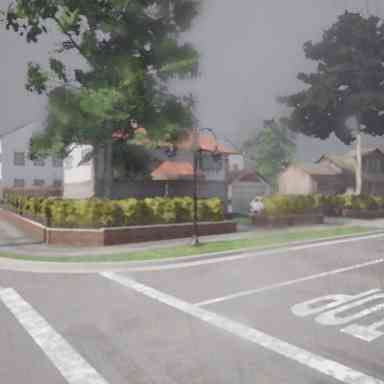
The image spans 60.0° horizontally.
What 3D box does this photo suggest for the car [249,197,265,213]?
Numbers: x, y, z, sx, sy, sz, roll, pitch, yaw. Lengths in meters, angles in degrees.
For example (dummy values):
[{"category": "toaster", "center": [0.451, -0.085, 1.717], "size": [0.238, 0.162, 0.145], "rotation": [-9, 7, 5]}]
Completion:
[{"category": "car", "center": [6.898, 1.174, 29.194], "size": [1.970, 1.475, 3.806], "rotation": [0, 0, -34]}]
